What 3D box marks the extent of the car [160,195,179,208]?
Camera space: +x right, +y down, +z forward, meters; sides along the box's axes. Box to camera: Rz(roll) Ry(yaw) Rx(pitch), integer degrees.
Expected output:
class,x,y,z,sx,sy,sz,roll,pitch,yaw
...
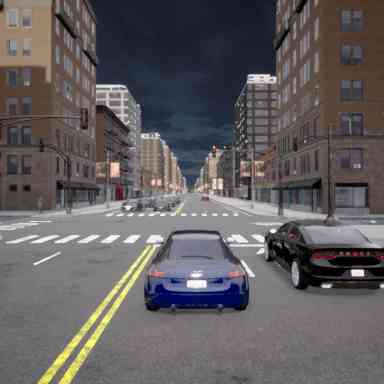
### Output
class,x,y,z,sx,sy,sz,roll,pitch,yaw
car,-3.386,1.496,49.227,1.837,1.490,4.892,0,0,0

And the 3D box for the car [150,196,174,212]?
class,x,y,z,sx,sy,sz,roll,pitch,yaw
car,-3.383,1.501,38.433,1.837,1.490,4.892,0,-1,0

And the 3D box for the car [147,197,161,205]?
class,x,y,z,sx,sy,sz,roll,pitch,yaw
car,-6.629,1.587,58.371,1.895,1.301,4.718,0,0,0

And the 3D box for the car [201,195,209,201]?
class,x,y,z,sx,sy,sz,roll,pitch,yaw
car,3.180,1.454,80.583,1.882,1.535,5.008,0,0,0

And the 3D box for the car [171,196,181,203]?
class,x,y,z,sx,sy,sz,roll,pitch,yaw
car,-3.311,1.490,69.697,2.033,1.411,5.357,0,0,0

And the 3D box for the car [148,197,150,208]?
class,x,y,z,sx,sy,sz,roll,pitch,yaw
car,-6.637,1.497,48.019,1.837,1.490,4.892,0,0,0

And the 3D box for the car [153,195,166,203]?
class,x,y,z,sx,sy,sz,roll,pitch,yaw
car,-6.568,1.473,68.491,2.128,1.511,4.902,0,0,0

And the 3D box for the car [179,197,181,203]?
class,x,y,z,sx,sy,sz,roll,pitch,yaw
car,-3.375,1.549,59.311,1.994,1.385,4.181,0,0,0

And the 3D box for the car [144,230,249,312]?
class,x,y,z,sx,sy,sz,roll,pitch,yaw
car,0.081,1.563,7.781,1.994,1.385,4.181,0,0,0

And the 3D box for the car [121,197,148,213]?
class,x,y,z,sx,sy,sz,roll,pitch,yaw
car,-6.644,1.487,37.152,2.128,1.511,4.902,0,0,1

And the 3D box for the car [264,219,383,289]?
class,x,y,z,sx,sy,sz,roll,pitch,yaw
car,3.330,1.477,9.159,1.882,1.535,5.008,0,0,0

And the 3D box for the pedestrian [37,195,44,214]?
class,x,y,z,sx,sy,sz,roll,pitch,yaw
pedestrian,-14.169,1.166,31.092,0.375,1.860,0.375,0,0,0
